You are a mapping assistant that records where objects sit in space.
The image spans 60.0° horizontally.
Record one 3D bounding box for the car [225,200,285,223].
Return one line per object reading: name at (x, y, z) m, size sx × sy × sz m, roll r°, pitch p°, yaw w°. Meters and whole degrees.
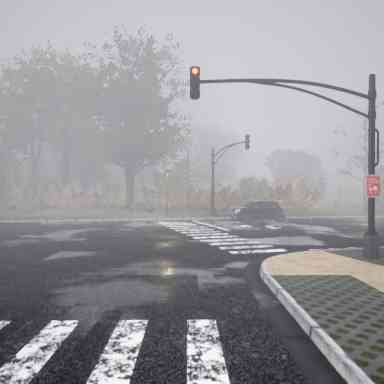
car at (4.856, 1.429, 25.805) m, size 4.553 × 1.767 × 2.097 m, roll 1°, pitch 0°, yaw -19°
